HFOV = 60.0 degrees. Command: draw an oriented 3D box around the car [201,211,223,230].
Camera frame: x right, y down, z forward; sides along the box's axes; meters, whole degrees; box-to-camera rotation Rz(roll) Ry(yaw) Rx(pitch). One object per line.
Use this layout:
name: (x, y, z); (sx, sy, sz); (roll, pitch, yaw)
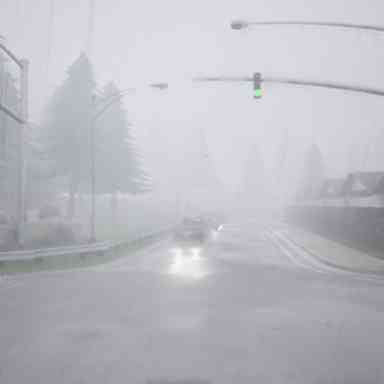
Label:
car: (1.554, 2.702, 32.162); (2.097, 1.767, 4.553); (-1, -2, 9)

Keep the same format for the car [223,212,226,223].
car: (3.341, 3.278, 43.251); (2.128, 1.511, 4.902); (-1, -2, 12)

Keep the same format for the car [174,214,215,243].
car: (0.051, 2.445, 22.136); (2.128, 1.511, 4.902); (-1, -2, 8)
